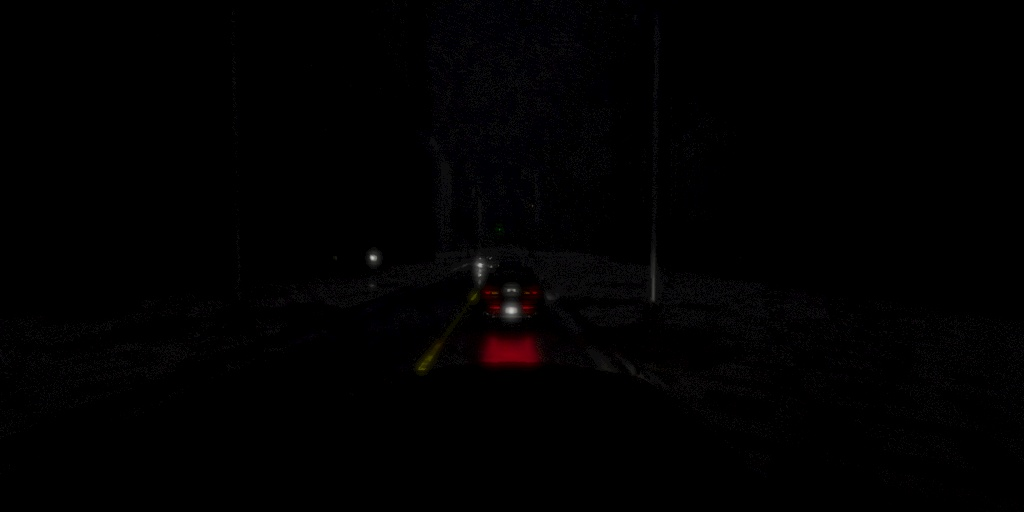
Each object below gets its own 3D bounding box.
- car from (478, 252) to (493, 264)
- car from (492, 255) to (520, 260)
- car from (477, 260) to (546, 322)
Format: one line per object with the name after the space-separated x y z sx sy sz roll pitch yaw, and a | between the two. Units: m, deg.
-3.346 0.195 47.196 1.837 1.490 4.892 0 1 0 | car
-0.104 0.735 26.194 2.033 1.411 5.357 0 1 0 | car
-0.013 1.037 11.249 1.837 1.490 4.892 0 1 0 | car
